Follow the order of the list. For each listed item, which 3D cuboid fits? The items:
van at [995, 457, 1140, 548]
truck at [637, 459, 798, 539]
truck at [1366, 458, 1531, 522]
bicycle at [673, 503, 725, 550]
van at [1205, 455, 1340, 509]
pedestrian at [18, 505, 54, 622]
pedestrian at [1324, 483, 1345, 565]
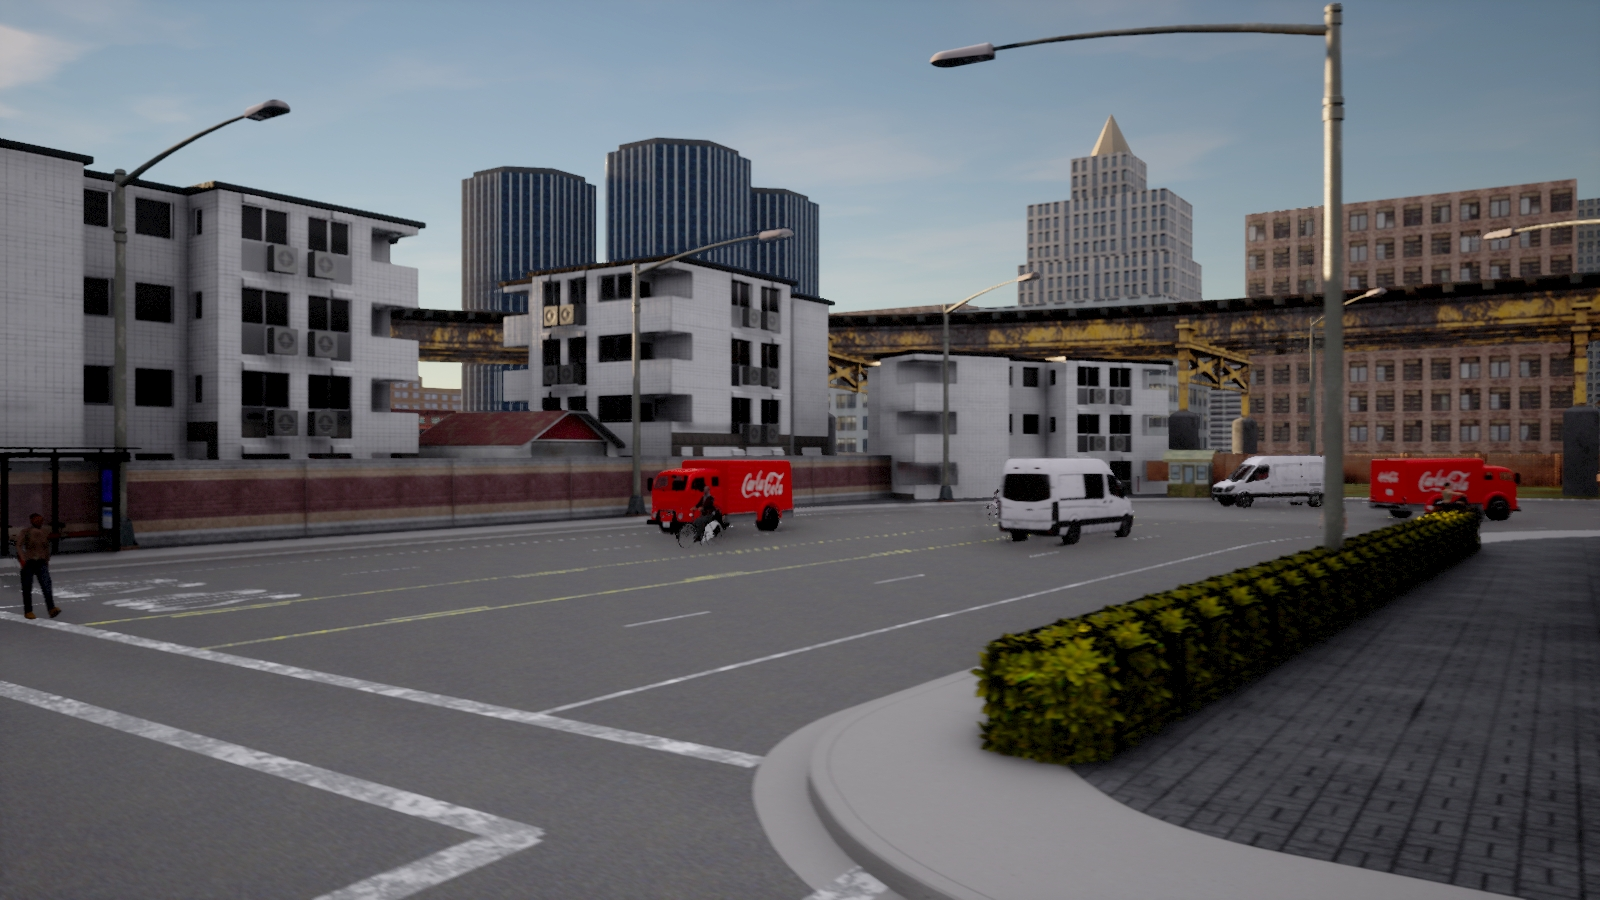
[{"bbox_3d":[8.465,1.533,35.761,1.988,2.561,5.915,0,0,40],"label":"van"},{"bbox_3d":[-2.706,1.566,38.635,2.627,2.467,5.204,0,0,37],"label":"truck"},{"bbox_3d":[25.887,1.567,45.724,5.204,2.467,2.627,0,0,-8],"label":"truck"},{"bbox_3d":[-2.872,2.169,32.611,0.329,1.251,1.835,0,0,38],"label":"bicycle"},{"bbox_3d":[23.202,1.533,56.156,5.915,2.561,1.988,0,0,-7],"label":"van"},{"bbox_3d":[-12.531,1.847,18.742,0.375,1.860,0.375,0,0,34],"label":"pedestrian"},{"bbox_3d":[12.296,1.696,26.275,0.375,1.860,0.375,0,0,37],"label":"pedestrian"}]
